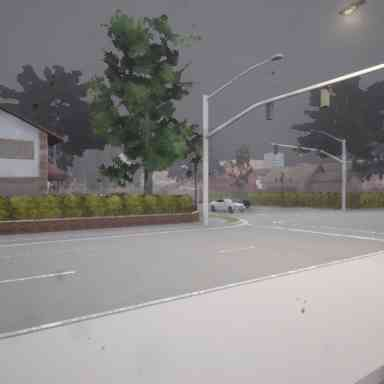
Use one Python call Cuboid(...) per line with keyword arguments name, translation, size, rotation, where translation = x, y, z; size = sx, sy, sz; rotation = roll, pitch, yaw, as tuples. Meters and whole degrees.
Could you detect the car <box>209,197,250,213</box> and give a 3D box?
Cuboid(name="car", translation=(3.773, 1.435, 36.342), size=(1.812, 1.442, 4.674), rotation=(0, 0, -36))
